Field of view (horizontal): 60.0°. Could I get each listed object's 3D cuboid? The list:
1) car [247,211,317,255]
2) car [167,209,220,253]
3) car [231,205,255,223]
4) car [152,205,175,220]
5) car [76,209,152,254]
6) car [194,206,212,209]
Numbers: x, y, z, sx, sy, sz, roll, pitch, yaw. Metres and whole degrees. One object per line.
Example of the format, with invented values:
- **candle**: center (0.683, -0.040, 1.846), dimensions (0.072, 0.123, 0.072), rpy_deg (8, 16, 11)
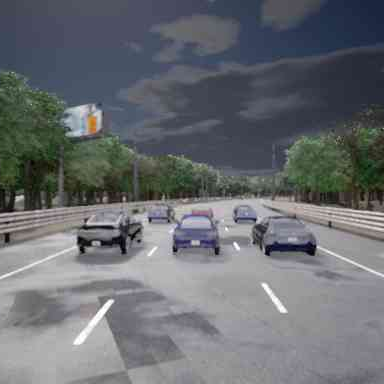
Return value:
- **car**: center (3.699, 1.696, 13.976), dimensions (1.994, 1.385, 4.181), rpy_deg (0, 0, 2)
- **car**: center (0.205, 1.659, 14.164), dimensions (1.812, 1.442, 4.674), rpy_deg (0, 0, 2)
- **car**: center (4.411, 1.816, 28.334), dimensions (2.033, 1.411, 5.357), rpy_deg (0, -1, 4)
- **car**: center (-2.573, 1.818, 28.807), dimensions (2.033, 1.411, 5.357), rpy_deg (0, -1, 4)
- **car**: center (-3.298, 1.625, 14.186), dimensions (2.128, 1.511, 4.902), rpy_deg (0, 0, 2)
- **car**: center (0.928, 1.871, 28.686), dimensions (1.895, 1.301, 4.718), rpy_deg (0, -1, 4)
